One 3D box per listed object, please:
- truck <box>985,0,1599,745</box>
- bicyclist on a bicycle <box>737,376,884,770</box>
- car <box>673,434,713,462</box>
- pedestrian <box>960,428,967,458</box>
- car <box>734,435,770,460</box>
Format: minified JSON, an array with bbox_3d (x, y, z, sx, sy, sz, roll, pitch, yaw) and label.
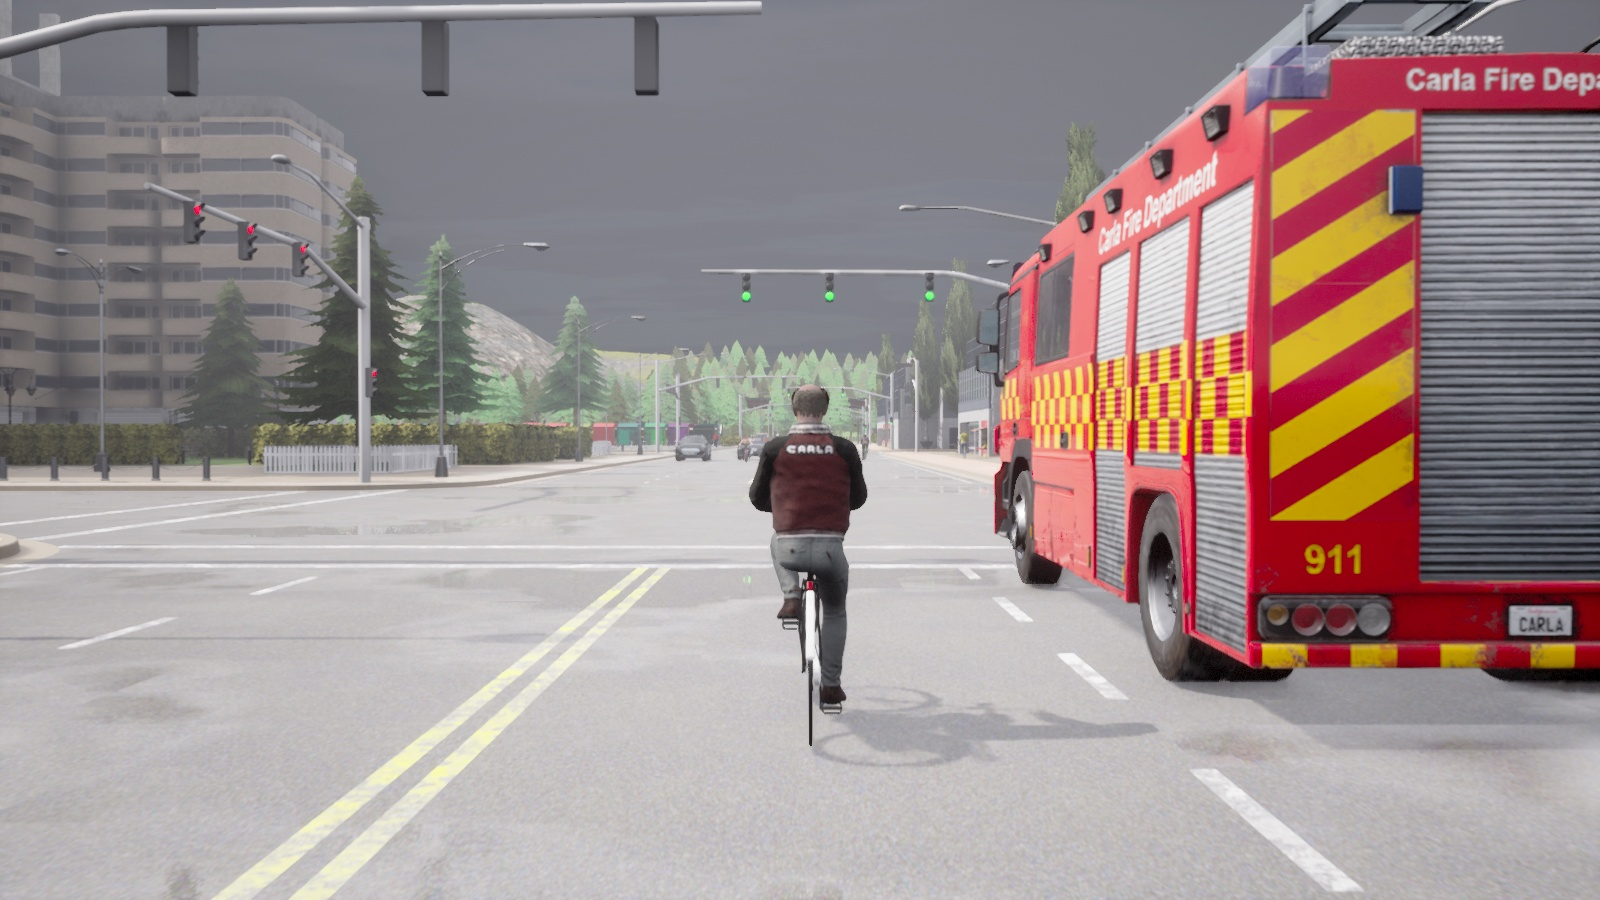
[{"bbox_3d":[3.574,-0.527,10.345,2.891,3.827,8.468,0,1,0],"label":"truck"},{"bbox_3d":[0.052,0.545,6.588,0.659,1.776,1.843,0,1,0],"label":"bicyclist on a bicycle"},{"bbox_3d":[-6.552,-0.166,77.213,2.033,1.649,4.856,0,1,0],"label":"car"},{"bbox_3d":[9.934,-0.413,76.179,0.354,1.836,0.706,0,1,1],"label":"pedestrian"},{"bbox_3d":[-3.033,-0.173,80.538,2.128,1.511,4.902,0,1,0],"label":"car"}]
